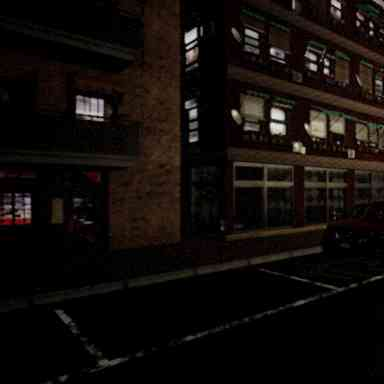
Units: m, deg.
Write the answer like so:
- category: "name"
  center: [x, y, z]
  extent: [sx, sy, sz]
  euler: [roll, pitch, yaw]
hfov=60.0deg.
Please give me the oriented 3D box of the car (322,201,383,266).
- category: "car"
  center: [6.524, 1.236, 11.208]
  extent: [5.009, 1.841, 2.192]
  euler: [0, 1, -35]
